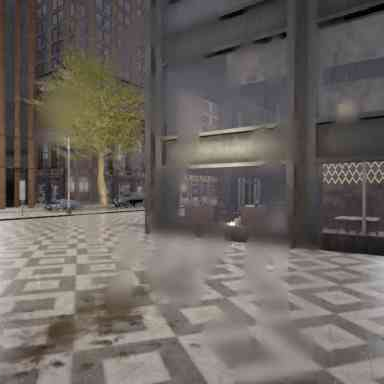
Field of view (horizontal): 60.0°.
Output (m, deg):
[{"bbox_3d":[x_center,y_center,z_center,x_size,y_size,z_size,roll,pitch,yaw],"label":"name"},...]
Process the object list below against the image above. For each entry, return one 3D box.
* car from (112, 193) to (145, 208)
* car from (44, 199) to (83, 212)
[{"bbox_3d":[-8.435,1.106,46.290,2.150,2.045,5.566,0,0,35],"label":"car"},{"bbox_3d":[-14.516,1.472,37.796,1.994,1.385,4.181,0,0,35],"label":"car"}]
